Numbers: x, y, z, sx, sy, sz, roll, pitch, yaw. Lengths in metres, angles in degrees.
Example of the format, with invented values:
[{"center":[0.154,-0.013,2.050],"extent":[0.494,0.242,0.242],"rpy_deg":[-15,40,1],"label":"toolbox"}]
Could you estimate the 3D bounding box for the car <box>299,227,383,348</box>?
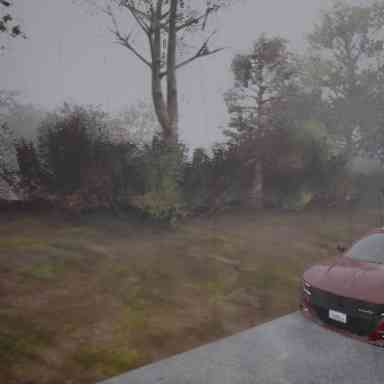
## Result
[{"center":[3.994,1.409,6.104],"extent":[5.008,1.535,1.882],"rpy_deg":[-1,1,-37],"label":"car"}]
